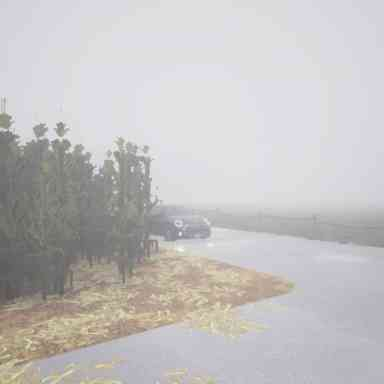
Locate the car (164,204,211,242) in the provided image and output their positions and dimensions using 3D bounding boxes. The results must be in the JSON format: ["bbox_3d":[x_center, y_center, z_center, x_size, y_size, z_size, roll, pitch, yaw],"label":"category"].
[{"bbox_3d":[-1.038,1.425,16.889,2.097,1.767,4.553,0,-1,-35],"label":"car"}]
